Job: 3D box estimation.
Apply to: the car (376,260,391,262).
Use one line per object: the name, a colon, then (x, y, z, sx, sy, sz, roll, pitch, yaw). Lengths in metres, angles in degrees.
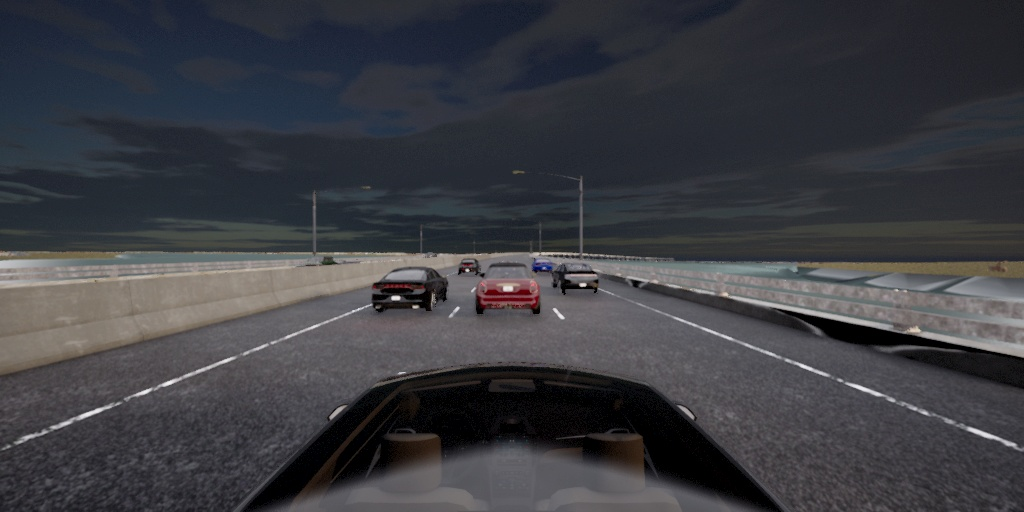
car: (-14.760, 1.057, 40.545, 1.895, 1.301, 4.718, 0, 0, -1)

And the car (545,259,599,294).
car: (3.249, 1.107, 19.078, 2.128, 1.511, 4.902, 0, 0, -1)

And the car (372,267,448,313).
car: (-3.657, 1.138, 13.636, 1.882, 1.535, 5.008, 0, 1, -1)

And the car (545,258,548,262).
car: (2.987, 0.961, 35.962, 1.882, 1.535, 5.008, 0, 0, -1)

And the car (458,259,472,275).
car: (-3.994, 1.004, 34.335, 1.837, 1.490, 4.892, 0, 0, -1)

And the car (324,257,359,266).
car: (-18.249, 1.067, 39.494, 1.895, 1.301, 4.718, 0, 0, -1)

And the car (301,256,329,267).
car: (-21.754, 0.811, 40.489, 2.097, 1.767, 4.553, 0, 1, -1)

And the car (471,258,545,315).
car: (-0.151, 1.014, 13.196, 2.097, 1.767, 4.553, 0, 0, -1)
